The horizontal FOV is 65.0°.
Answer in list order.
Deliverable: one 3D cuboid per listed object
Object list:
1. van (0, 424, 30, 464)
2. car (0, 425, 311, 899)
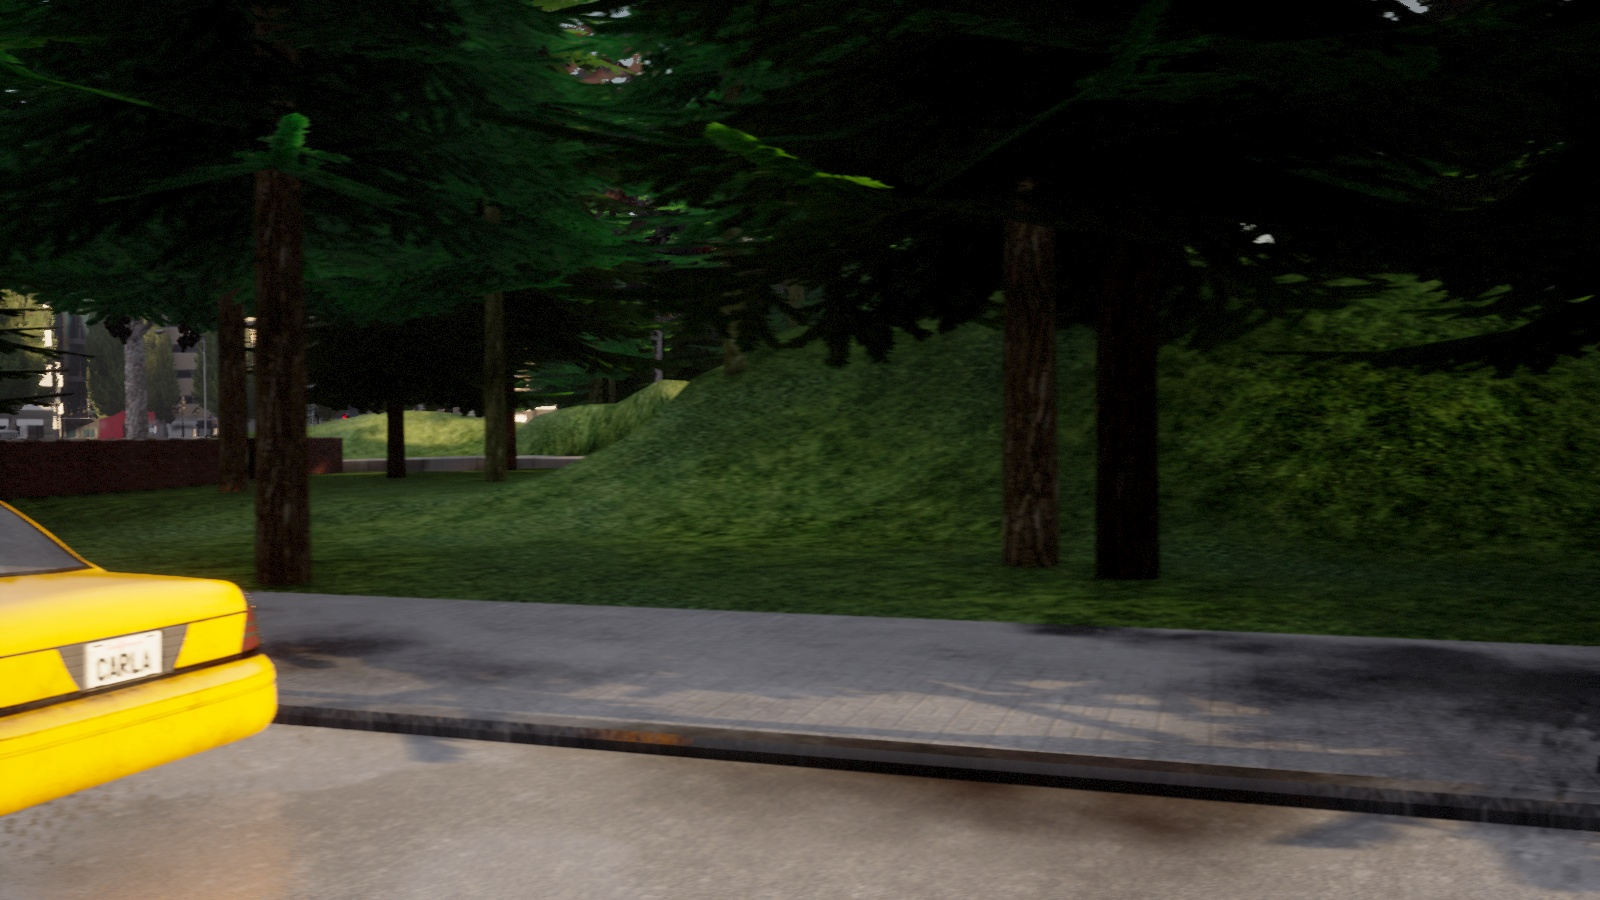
[{"bbox_3d":[-40.897,-0.315,62.351,1.775,1.987,4.442,0,1,19],"label":"van"},{"bbox_3d":[-4.930,0.691,5.377,5.366,1.575,1.801,0,1,19],"label":"car"}]
